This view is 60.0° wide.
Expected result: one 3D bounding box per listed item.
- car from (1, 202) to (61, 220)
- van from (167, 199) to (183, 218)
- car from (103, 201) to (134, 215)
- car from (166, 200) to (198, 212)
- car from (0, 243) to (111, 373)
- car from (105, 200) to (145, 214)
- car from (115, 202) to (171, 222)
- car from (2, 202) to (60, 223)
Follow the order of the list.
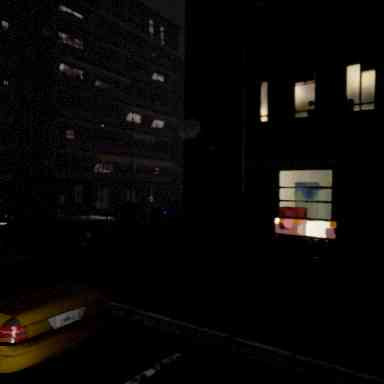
[{"bbox_3d":[-14.275,1.611,29.780,2.008,1.369,4.403,1,0,36],"label":"car"},{"bbox_3d":[-0.973,1.636,33.736,1.690,1.788,3.998,1,0,36],"label":"van"},{"bbox_3d":[-7.188,1.700,35.051,1.812,1.442,4.674,1,0,36],"label":"car"},{"bbox_3d":[-1.266,1.821,43.099,1.994,1.385,4.181,1,0,37],"label":"car"},{"bbox_3d":[-3.415,1.521,5.453,4.829,1.417,1.752,0,1,35],"label":"car"},{"bbox_3d":[-7.725,1.697,38.701,1.887,1.381,4.507,1,0,36],"label":"car"},{"bbox_3d":[-4.250,1.815,29.275,1.947,1.339,4.313,1,0,36],"label":"car"},{"bbox_3d":[-13.018,1.657,27.125,1.994,1.385,4.181,1,0,36],"label":"car"}]
